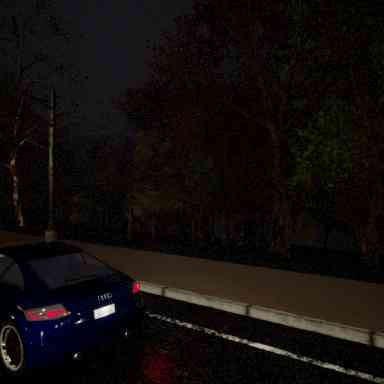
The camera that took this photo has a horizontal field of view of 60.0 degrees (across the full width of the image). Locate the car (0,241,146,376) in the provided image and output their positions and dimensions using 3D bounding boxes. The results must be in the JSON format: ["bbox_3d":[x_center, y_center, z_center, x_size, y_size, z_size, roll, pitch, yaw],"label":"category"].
[{"bbox_3d":[-2.775,1.563,5.647,4.181,1.385,1.994,0,0,37],"label":"car"}]
